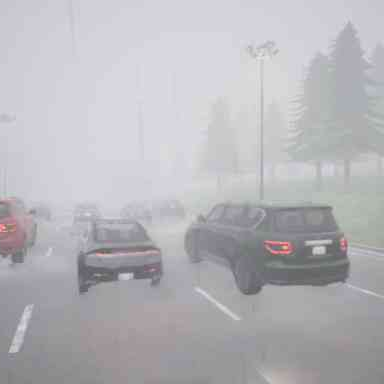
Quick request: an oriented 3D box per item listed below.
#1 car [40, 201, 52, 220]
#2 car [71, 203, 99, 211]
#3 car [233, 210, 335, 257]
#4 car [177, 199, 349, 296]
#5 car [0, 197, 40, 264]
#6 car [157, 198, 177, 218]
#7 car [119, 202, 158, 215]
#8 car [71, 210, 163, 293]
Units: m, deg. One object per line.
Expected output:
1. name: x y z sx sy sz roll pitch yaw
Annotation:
1. car: -12.456 1.471 26.965 1.812 1.442 4.674 0 0 -20
2. car: -7.648 1.507 23.989 2.033 1.411 5.357 0 0 -20
3. car: 3.565 1.558 13.768 1.994 1.385 4.181 0 0 -20
4. car: 1.559 1.218 9.035 2.150 2.045 5.566 0 0 -20
5. car: -6.765 1.192 11.463 2.150 2.045 5.566 0 0 -20
6. car: -2.277 1.318 29.716 2.097 1.767 4.553 0 0 -20
7. car: -4.362 1.513 25.195 2.033 1.411 5.357 0 0 -20
8. car: -2.139 1.479 8.954 2.128 1.511 4.902 0 0 -20
